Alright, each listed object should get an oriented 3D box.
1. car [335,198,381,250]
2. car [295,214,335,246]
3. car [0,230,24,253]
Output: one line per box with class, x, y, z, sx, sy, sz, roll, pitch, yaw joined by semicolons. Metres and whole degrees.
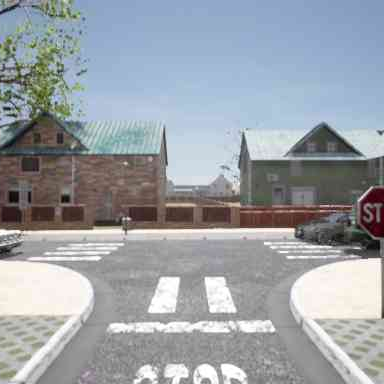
car;8.430;1.160;11.822;5.566;2.045;2.150;0;-2;0
car;6.763;1.594;14.783;4.181;1.385;1.994;0;-1;1
car;-8.729;1.700;11.978;4.718;1.301;1.895;-1;-1;1
